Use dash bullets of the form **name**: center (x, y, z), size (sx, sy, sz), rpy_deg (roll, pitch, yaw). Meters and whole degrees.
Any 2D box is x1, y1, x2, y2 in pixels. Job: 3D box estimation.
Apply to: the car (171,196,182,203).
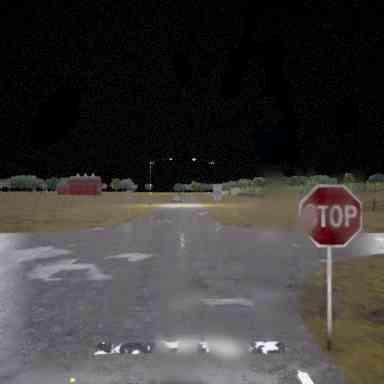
- **car**: center (-2.973, 1.504, 65.455), size (1.994, 1.385, 4.181), rpy_deg (0, 0, 0)
